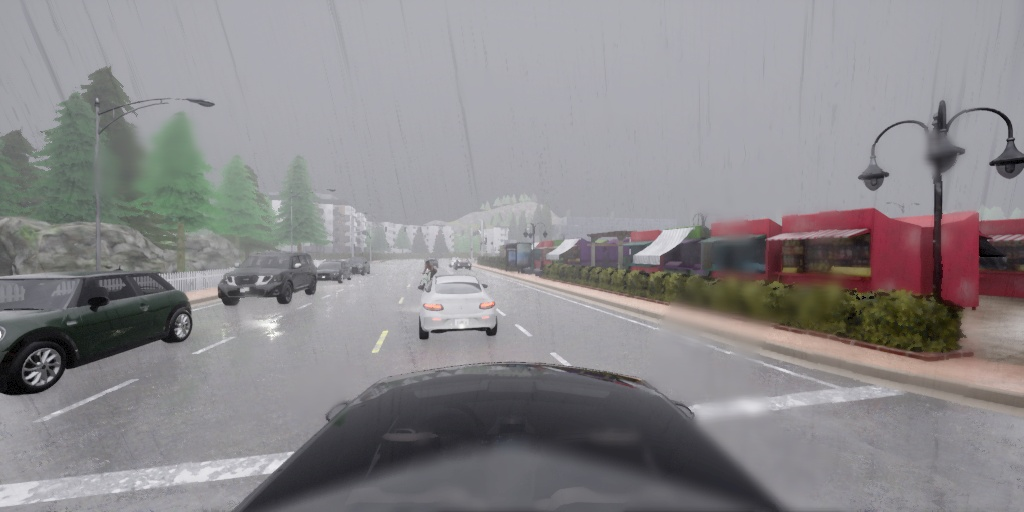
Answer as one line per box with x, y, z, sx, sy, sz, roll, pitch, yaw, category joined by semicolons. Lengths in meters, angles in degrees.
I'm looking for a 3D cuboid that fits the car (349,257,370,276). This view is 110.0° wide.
-14.558;0.876;33.318;2.097;1.767;4.553;0;0;-13;car

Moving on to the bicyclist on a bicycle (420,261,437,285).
-4.524;1.079;19.691;0.582;1.620;1.656;0;1;24;bicyclist on a bicycle

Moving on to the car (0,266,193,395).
-8.083;1.076;6.304;2.097;1.767;4.553;0;0;-13;car

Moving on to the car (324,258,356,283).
-12.648;1.088;25.341;1.837;1.490;4.892;0;0;-13;car

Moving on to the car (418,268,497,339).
-1.581;1.225;9.874;1.812;1.442;4.674;0;0;-13;car

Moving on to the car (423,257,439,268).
-11.418;0.901;50.815;1.837;1.490;4.892;0;0;-13;car

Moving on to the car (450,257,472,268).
-6.107;1.049;43.814;1.895;1.301;4.718;0;0;-14;car

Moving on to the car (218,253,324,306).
-10.332;0.876;15.725;2.150;2.045;5.566;0;0;-14;car
